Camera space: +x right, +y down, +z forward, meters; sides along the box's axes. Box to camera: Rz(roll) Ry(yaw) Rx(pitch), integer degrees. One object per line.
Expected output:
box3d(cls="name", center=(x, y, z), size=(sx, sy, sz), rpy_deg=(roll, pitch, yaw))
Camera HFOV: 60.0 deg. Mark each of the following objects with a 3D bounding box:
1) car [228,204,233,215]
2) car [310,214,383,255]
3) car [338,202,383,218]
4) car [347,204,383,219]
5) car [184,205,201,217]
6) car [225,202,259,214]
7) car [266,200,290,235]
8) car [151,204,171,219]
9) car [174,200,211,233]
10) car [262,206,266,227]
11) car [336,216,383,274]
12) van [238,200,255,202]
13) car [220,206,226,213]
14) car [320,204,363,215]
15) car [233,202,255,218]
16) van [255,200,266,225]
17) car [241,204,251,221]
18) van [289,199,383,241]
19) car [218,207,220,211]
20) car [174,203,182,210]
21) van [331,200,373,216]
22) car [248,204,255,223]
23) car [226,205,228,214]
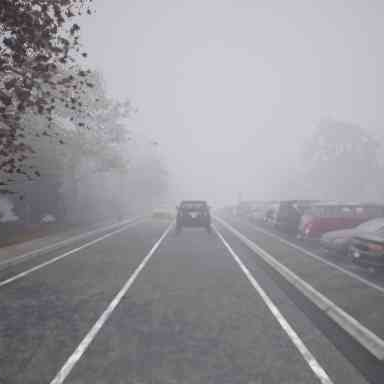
box3d(cls="car", center=(7.094, 2.268, 39.753), size=(4.674, 1.452, 2.002), rpy_deg=(0, -1, 0))
box3d(cls="car", center=(7.053, 1.659, 12.019), size=(4.674, 1.452, 2.002), rpy_deg=(0, -1, 0))
box3d(cls="car", center=(20.140, 2.096, 39.540), size=(4.553, 1.767, 2.185), rpy_deg=(0, -1, 0))
box3d(cls="car", center=(20.162, 2.154, 36.892), size=(5.008, 1.535, 2.097), rpy_deg=(0, -1, 0))
box3d(cls="car", center=(0.117, 2.340, 41.078), size=(1.994, 1.385, 4.181), rpy_deg=(0, -2, 0))
box3d(cls="car", center=(7.136, 2.320, 48.079), size=(4.553, 1.767, 2.185), rpy_deg=(0, -1, 0))
box3d(cls="car", center=(7.087, 1.421, 17.574), size=(5.566, 2.045, 2.435), rpy_deg=(0, -1, 0))
box3d(cls="car", center=(-3.331, 2.138, 36.595), size=(1.882, 1.535, 5.008), rpy_deg=(0, -1, 0))
box3d(cls="car", center=(0.100, 1.556, 22.225), size=(2.150, 2.045, 5.566), rpy_deg=(0, -1, 0))
box3d(cls="car", center=(7.092, 1.757, 20.321), size=(4.792, 1.488, 2.163), rpy_deg=(0, -1, 0))
box3d(cls="car", center=(7.041, 1.591, 9.244), size=(5.008, 1.535, 2.097), rpy_deg=(0, -1, 0))
box3d(cls="van", center=(7.204, 1.931, 36.985), size=(4.442, 1.987, 1.878), rpy_deg=(0, -1, 0))
box3d(cls="car", center=(7.072, 2.120, 45.311), size=(5.566, 2.045, 2.435), rpy_deg=(0, -1, 0))
box3d(cls="car", center=(20.173, 2.366, 45.076), size=(4.892, 1.521, 2.231), rpy_deg=(0, -1, 0))
box3d(cls="car", center=(7.089, 2.085, 34.204), size=(5.008, 1.535, 2.097), rpy_deg=(0, -1, 0))
box3d(cls="van", center=(6.950, 1.574, 23.109), size=(4.442, 1.987, 1.878), rpy_deg=(0, -1, 0))
box3d(cls="car", center=(7.045, 1.972, 28.654), size=(4.792, 1.488, 2.163), rpy_deg=(0, -1, 0))
box3d(cls="van", center=(6.938, 1.419, 14.798), size=(4.442, 1.987, 1.878), rpy_deg=(0, -1, 0))
box3d(cls="car", center=(7.118, 2.612, 53.622), size=(4.892, 1.521, 2.231), rpy_deg=(0, -2, 0))
box3d(cls="car", center=(-3.199, 3.334, 77.219), size=(1.837, 1.490, 4.892), rpy_deg=(0, -3, 0))
box3d(cls="van", center=(20.292, 2.067, 42.311), size=(4.442, 1.987, 1.878), rpy_deg=(0, -1, 0))
box3d(cls="car", center=(7.074, 1.911, 25.877), size=(4.674, 1.452, 2.002), rpy_deg=(0, -1, 0))
box3d(cls="car", center=(7.125, 2.329, 42.528), size=(4.792, 1.488, 2.163), rpy_deg=(0, -1, 0))
